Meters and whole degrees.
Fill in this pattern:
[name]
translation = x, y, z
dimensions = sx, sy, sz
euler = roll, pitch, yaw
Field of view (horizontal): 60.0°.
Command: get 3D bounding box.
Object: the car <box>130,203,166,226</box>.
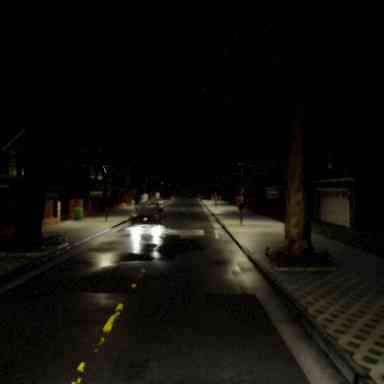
[car]
translation = -2.843, 1.449, 22.238
dimensions = 1.994, 1.385, 4.181
euler = 0, 0, 0
